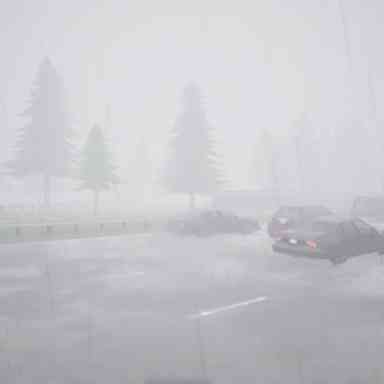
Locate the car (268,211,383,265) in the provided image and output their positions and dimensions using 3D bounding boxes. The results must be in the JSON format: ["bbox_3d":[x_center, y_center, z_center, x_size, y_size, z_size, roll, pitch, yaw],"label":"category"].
[{"bbox_3d":[5.219,1.600,11.843,5.357,1.411,2.033,0,0,-35],"label":"car"}]

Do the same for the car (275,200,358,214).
[{"bbox_3d":[5.955,1.419,16.638,4.553,1.767,2.097,0,0,-35],"label":"car"}]

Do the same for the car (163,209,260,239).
[{"bbox_3d":[1.151,1.600,17.539,5.357,1.411,2.033,0,0,-35],"label":"car"}]

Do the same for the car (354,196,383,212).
[{"bbox_3d":[15.449,1.360,27.723,5.566,2.045,2.150,0,0,-35],"label":"car"}]
